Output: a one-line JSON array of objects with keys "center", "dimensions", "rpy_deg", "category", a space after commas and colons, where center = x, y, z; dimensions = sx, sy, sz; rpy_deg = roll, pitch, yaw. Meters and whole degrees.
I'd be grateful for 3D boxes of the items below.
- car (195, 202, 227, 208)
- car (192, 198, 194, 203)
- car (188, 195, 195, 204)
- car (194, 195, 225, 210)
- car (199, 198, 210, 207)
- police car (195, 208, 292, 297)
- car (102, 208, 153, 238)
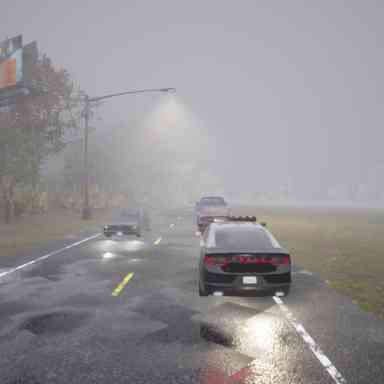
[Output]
[{"center": [1.292, 1.526, 18.621], "dimensions": [1.882, 1.535, 5.008], "rpy_deg": [0, 0, 1], "category": "car"}, {"center": [1.442, 1.780, 46.570], "dimensions": [1.812, 1.442, 4.674], "rpy_deg": [0, -1, 4], "category": "car"}, {"center": [0.436, 1.789, 77.862], "dimensions": [2.150, 2.045, 5.566], "rpy_deg": [0, -1, 6], "category": "car"}, {"center": [1.465, 1.304, 24.630], "dimensions": [2.150, 2.045, 5.566], "rpy_deg": [0, 0, 2], "category": "car"}, {"center": [2.265, 1.850, 59.382], "dimensions": [1.882, 1.535, 5.008], "rpy_deg": [0, -1, 4], "category": "car"}, {"center": [1.108, 1.438, 8.766], "dimensions": [1.930, 1.638, 5.238], "rpy_deg": [0, 0, 1], "category": "police car"}, {"center": [-3.353, 1.595, 18.349], "dimensions": [2.033, 1.411, 5.357], "rpy_deg": [0, 0, 1], "category": "car"}]
